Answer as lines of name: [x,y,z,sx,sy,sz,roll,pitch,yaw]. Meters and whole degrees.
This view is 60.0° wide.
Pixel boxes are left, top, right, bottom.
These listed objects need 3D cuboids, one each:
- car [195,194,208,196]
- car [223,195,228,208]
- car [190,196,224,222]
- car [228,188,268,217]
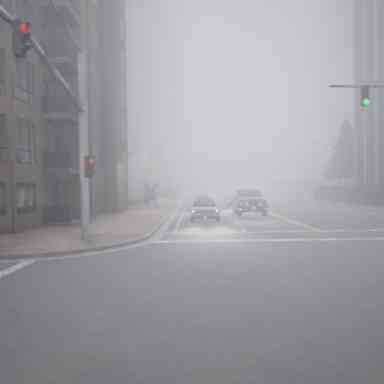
car: [0.908,0.979,31.854,1.837,1.490,4.892,-1,1,1]
car: [4.451,0.960,35.818,1.895,1.301,4.718,-1,1,1]
car: [0.835,1.223,22.541,1.895,1.301,4.718,-1,1,1]
car: [4.375,0.736,26.046,2.150,2.045,5.566,-1,1,1]
